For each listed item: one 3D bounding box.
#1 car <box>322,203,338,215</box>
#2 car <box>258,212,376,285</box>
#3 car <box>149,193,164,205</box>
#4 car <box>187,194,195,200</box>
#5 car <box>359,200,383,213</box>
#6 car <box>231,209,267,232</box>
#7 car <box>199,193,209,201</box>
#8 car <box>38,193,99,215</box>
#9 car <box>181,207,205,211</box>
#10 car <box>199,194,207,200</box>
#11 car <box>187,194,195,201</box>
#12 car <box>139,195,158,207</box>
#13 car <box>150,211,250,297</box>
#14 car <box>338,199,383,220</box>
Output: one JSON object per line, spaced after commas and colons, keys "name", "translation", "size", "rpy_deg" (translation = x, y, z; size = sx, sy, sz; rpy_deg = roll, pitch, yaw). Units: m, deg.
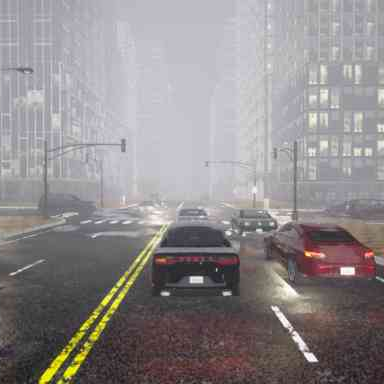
{"name": "car", "translation": [16.182, 1.637, 35.047], "size": [4.674, 1.442, 1.812], "rpy_deg": [1, 1, 1]}
{"name": "car", "translation": [3.319, 1.521, 9.396], "size": [1.812, 1.442, 4.674], "rpy_deg": [0, 0, 0]}
{"name": "car", "translation": [-6.776, 1.175, 59.757], "size": [2.150, 2.045, 5.566], "rpy_deg": [0, 0, 0]}
{"name": "car", "translation": [-0.302, 1.267, 90.411], "size": [2.128, 1.511, 4.902], "rpy_deg": [0, 0, 0]}
{"name": "car", "translation": [21.684, 1.643, 37.563], "size": [4.829, 1.417, 1.752], "rpy_deg": [1, 0, 1]}
{"name": "car", "translation": [3.288, 1.591, 18.514], "size": [1.895, 1.301, 4.718], "rpy_deg": [0, 0, 0]}
{"name": "car", "translation": [2.984, 1.143, 80.033], "size": [2.150, 2.045, 5.566], "rpy_deg": [0, 0, 0]}
{"name": "car", "translation": [-11.961, 1.135, 32.182], "size": [5.566, 2.045, 2.150], "rpy_deg": [0, 1, 1]}
{"name": "car", "translation": [0.037, 1.538, 18.451], "size": [2.033, 1.411, 5.357], "rpy_deg": [0, 0, 0]}
{"name": "car", "translation": [2.948, 1.267, 90.421], "size": [2.128, 1.511, 4.902], "rpy_deg": [0, 0, 0]}
{"name": "car", "translation": [-0.266, 1.396, 79.994], "size": [1.882, 1.535, 5.008], "rpy_deg": [0, 0, 0]}
{"name": "car", "translation": [-6.760, 1.528, 50.724], "size": [1.994, 1.385, 4.181], "rpy_deg": [0, 0, 0]}
{"name": "car", "translation": [0.067, 1.474, 8.630], "size": [1.882, 1.535, 5.008], "rpy_deg": [0, 0, 0]}
{"name": "car", "translation": [16.103, 1.519, 29.258], "size": [5.009, 1.841, 2.192], "rpy_deg": [1, 0, 1]}
